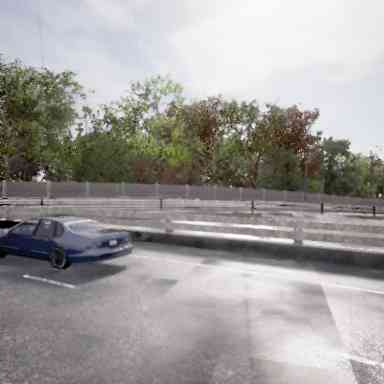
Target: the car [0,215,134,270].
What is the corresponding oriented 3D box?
[{"bbox_3d":[-4.388,1.445,10.582,5.357,1.411,2.033,1,0,30],"label":"car"}]
